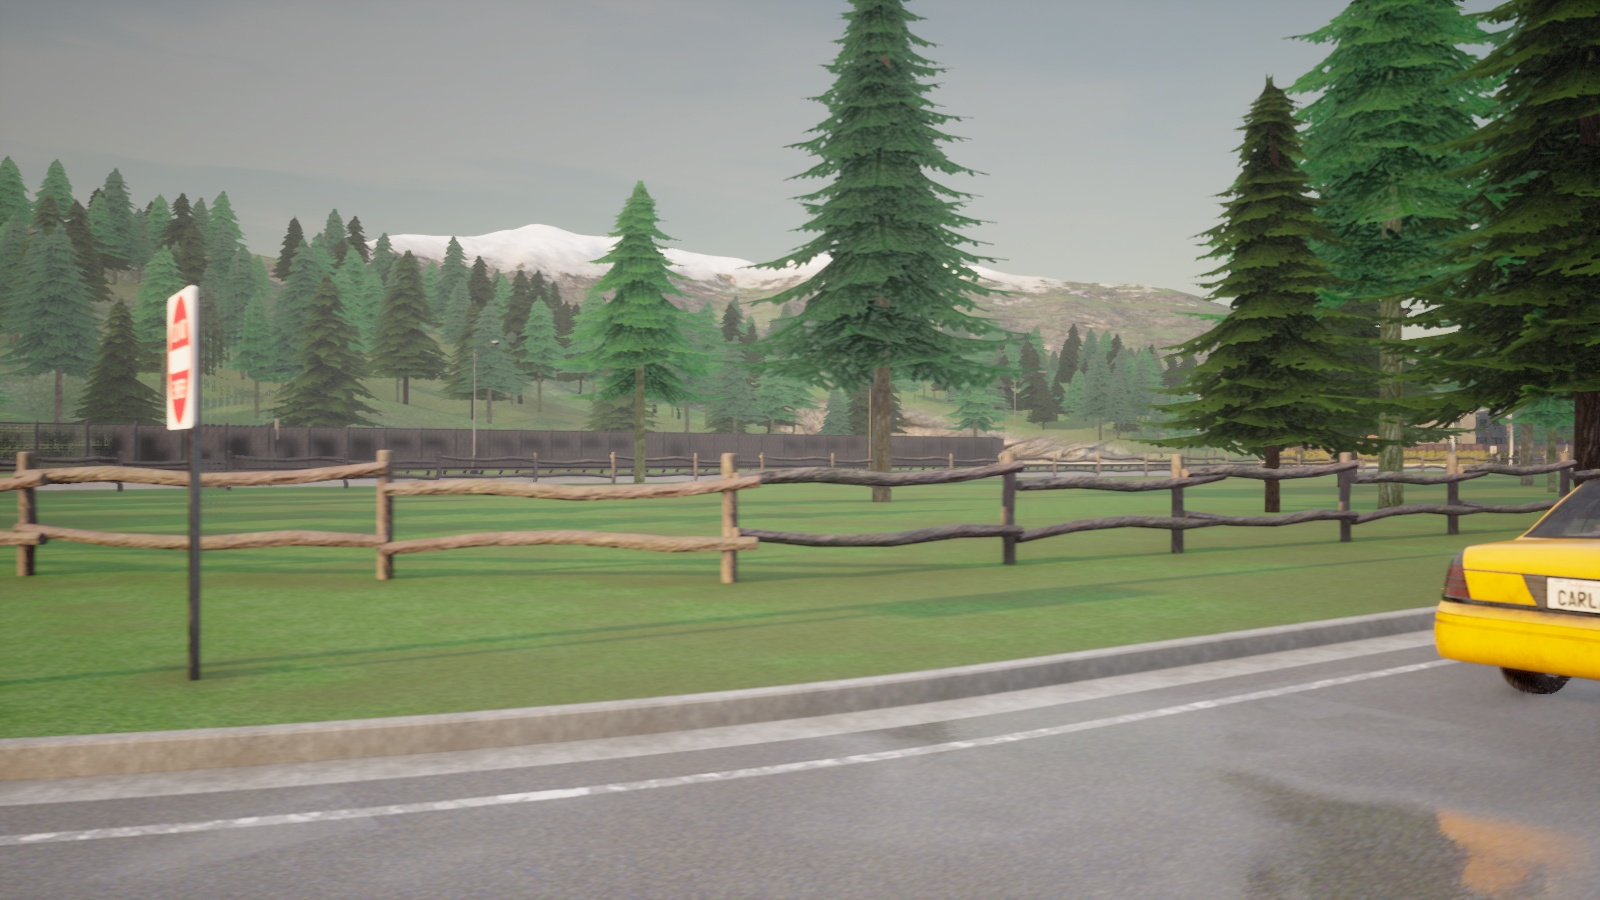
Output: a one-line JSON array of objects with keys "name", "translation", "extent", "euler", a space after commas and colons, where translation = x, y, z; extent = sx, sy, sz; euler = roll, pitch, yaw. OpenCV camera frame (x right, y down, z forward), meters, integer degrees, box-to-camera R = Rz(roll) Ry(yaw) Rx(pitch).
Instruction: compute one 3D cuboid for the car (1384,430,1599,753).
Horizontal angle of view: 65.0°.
[{"name": "car", "translation": [5.993, 0.690, 7.830], "extent": [5.366, 1.575, 1.801], "euler": [0, 0, -35]}]
